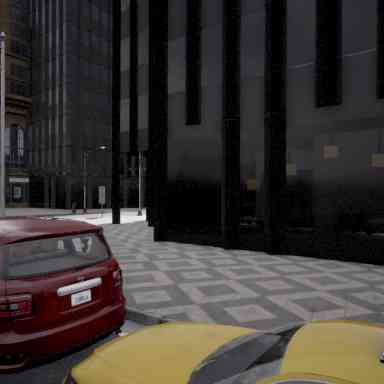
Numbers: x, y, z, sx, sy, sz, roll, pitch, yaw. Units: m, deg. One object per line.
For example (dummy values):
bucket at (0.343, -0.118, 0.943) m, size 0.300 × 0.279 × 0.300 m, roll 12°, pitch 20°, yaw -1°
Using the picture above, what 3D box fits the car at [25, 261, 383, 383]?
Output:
car at (1.046, 1.525, 2.213) m, size 4.829 × 1.417 × 1.752 m, roll 0°, pitch 0°, yaw 36°

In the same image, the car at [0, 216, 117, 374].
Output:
car at (-3.233, 1.314, 5.265) m, size 5.009 × 1.841 × 2.192 m, roll 0°, pitch 0°, yaw 36°
